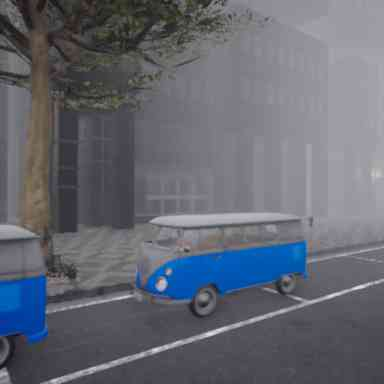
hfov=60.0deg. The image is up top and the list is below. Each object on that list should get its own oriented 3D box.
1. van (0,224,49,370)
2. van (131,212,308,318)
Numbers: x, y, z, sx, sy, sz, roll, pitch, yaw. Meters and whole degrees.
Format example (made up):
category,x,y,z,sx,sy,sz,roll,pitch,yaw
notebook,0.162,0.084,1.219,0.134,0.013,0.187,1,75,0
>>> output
category,x,y,z,sx,sy,sz,roll,pitch,yaw
van,-3.825,1.337,3.919,3.998,1.788,1.690,0,0,-35
van,0.749,1.361,7.181,3.998,1.788,1.690,0,0,-35
